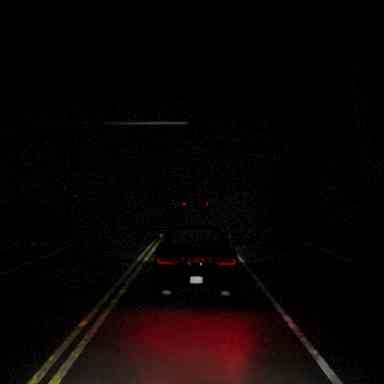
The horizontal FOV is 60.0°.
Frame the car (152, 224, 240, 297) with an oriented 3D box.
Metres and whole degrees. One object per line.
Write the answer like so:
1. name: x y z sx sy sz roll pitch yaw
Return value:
1. car: 0.090 1.583 8.923 1.882 1.535 5.008 1 -1 0
